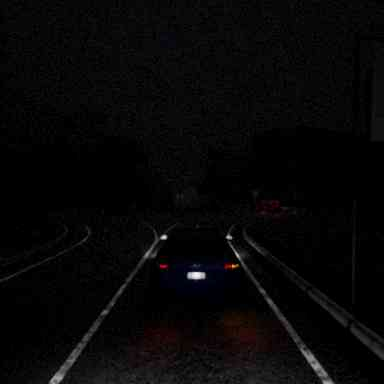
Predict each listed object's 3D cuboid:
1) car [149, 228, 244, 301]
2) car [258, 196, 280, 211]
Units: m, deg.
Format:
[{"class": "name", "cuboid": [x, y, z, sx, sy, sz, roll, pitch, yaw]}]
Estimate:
[{"class": "car", "cuboid": [0.114, 1.597, 8.464, 1.994, 1.385, 4.181, 0, 0, 1]}, {"class": "car", "cuboid": [9.222, 1.311, 39.895, 2.097, 1.767, 4.553, 0, 0, 8]}]
